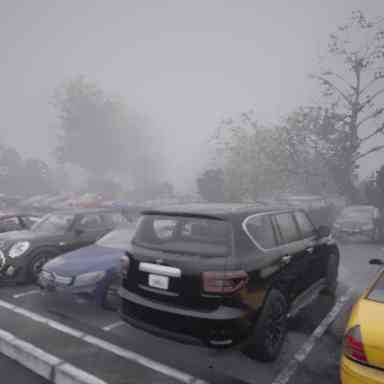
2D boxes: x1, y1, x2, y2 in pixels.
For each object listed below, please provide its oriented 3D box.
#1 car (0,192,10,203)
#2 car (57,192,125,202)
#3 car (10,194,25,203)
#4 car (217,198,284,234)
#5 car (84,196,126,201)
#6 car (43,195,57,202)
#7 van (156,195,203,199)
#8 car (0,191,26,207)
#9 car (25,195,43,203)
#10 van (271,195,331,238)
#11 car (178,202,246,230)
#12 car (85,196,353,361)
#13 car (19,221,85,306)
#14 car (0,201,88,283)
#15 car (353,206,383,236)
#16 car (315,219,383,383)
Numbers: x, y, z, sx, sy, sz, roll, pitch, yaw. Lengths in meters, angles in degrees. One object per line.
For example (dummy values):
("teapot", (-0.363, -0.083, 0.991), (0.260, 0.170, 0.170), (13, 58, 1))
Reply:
("car", (-19.434, 0.944, 36.216), (2.097, 1.535, 5.008), (2, 1, 35))
("car", (-7.926, 1.014, 28.033), (2.435, 2.045, 5.566), (2, 1, 35))
("car", (-14.719, 1.077, 32.889), (2.231, 1.521, 4.892), (2, 1, 35))
("car", (3.603, 1.291, 19.857), (2.185, 1.767, 4.553), (0, 0, 35))
("car", (-5.605, 1.326, 26.416), (2.097, 1.535, 5.008), (2, 1, 35))
("car", (-10.236, 1.231, 29.668), (2.163, 1.488, 4.792), (2, 1, 35))
("van", (-0.954, 1.163, 22.980), (1.878, 1.987, 4.442), (0, 0, 35))
("car", (-21.649, 0.758, 37.753), (2.185, 1.767, 4.553), (2, 1, 35))
("car", (-12.539, 1.167, 31.300), (2.163, 1.488, 4.792), (2, 1, 35))
("van", (6.094, 1.206, 18.274), (1.878, 1.987, 4.442), (0, 0, 35))
("car", (1.438, 1.433, 21.469), (2.163, 1.488, 4.792), (0, 0, 35))
("car", (1.132, 1.196, 6.276), (2.435, 2.045, 5.566), (0, 0, 35))
("car", (-1.190, 1.473, 7.888), (2.002, 1.452, 4.674), (0, 0, 35))
("car", (-3.478, 1.293, 9.545), (2.185, 1.767, 4.553), (0, 0, 35))
("car", (8.333, 1.448, 16.551), (2.231, 1.521, 4.892), (0, 0, 35))
("car", (3.528, 1.458, 4.771), (1.946, 1.575, 5.366), (0, 0, 35))
